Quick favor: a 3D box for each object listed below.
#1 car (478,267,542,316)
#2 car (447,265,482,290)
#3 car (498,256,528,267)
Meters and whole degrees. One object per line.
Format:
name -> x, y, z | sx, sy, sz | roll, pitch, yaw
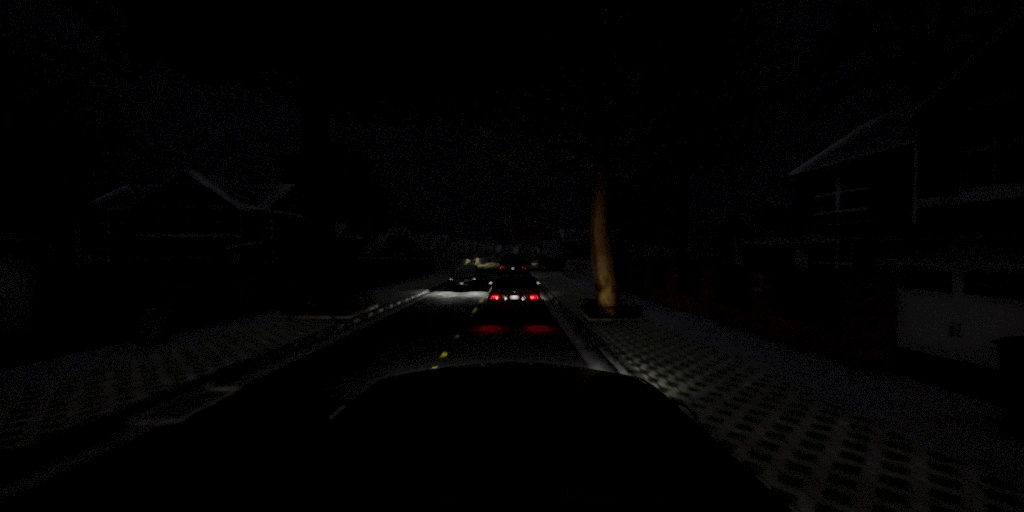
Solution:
car -> 0.086, 1.307, 13.424 | 2.033, 1.411, 5.357 | 0, 0, 0
car -> -2.842, 1.289, 22.602 | 1.812, 1.442, 4.674 | 0, 0, 0
car -> 0.083, 0.985, 28.443 | 2.150, 2.045, 5.566 | 0, 0, 0
